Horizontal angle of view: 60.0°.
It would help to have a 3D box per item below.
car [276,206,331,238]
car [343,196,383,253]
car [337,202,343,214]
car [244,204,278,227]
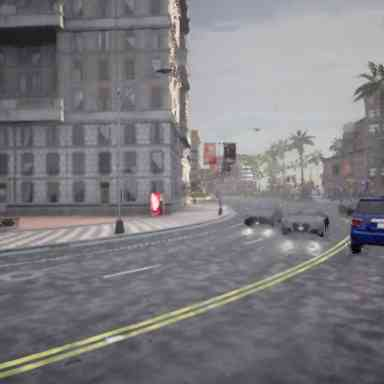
[{"bbox_3d":[6.100,1.520,17.507,1.994,1.385,4.181,-1,0,29],"label":"car"},{"bbox_3d":[7.609,1.159,12.828,2.150,2.045,5.566,0,0,35],"label":"car"},{"bbox_3d":[14.726,1.372,30.467,2.128,1.511,4.902,0,0,12],"label":"car"},{"bbox_3d":[5.100,1.517,22.883,2.033,1.411,5.357,-1,0,24],"label":"car"}]
